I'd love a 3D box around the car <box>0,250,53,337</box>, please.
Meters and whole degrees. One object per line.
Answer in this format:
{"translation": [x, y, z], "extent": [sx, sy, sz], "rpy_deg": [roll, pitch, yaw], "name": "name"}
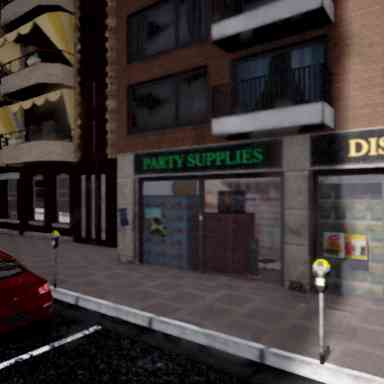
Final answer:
{"translation": [-4.109, 1.619, 5.814], "extent": [4.206, 1.307, 1.802], "rpy_deg": [0, 0, 36], "name": "car"}
